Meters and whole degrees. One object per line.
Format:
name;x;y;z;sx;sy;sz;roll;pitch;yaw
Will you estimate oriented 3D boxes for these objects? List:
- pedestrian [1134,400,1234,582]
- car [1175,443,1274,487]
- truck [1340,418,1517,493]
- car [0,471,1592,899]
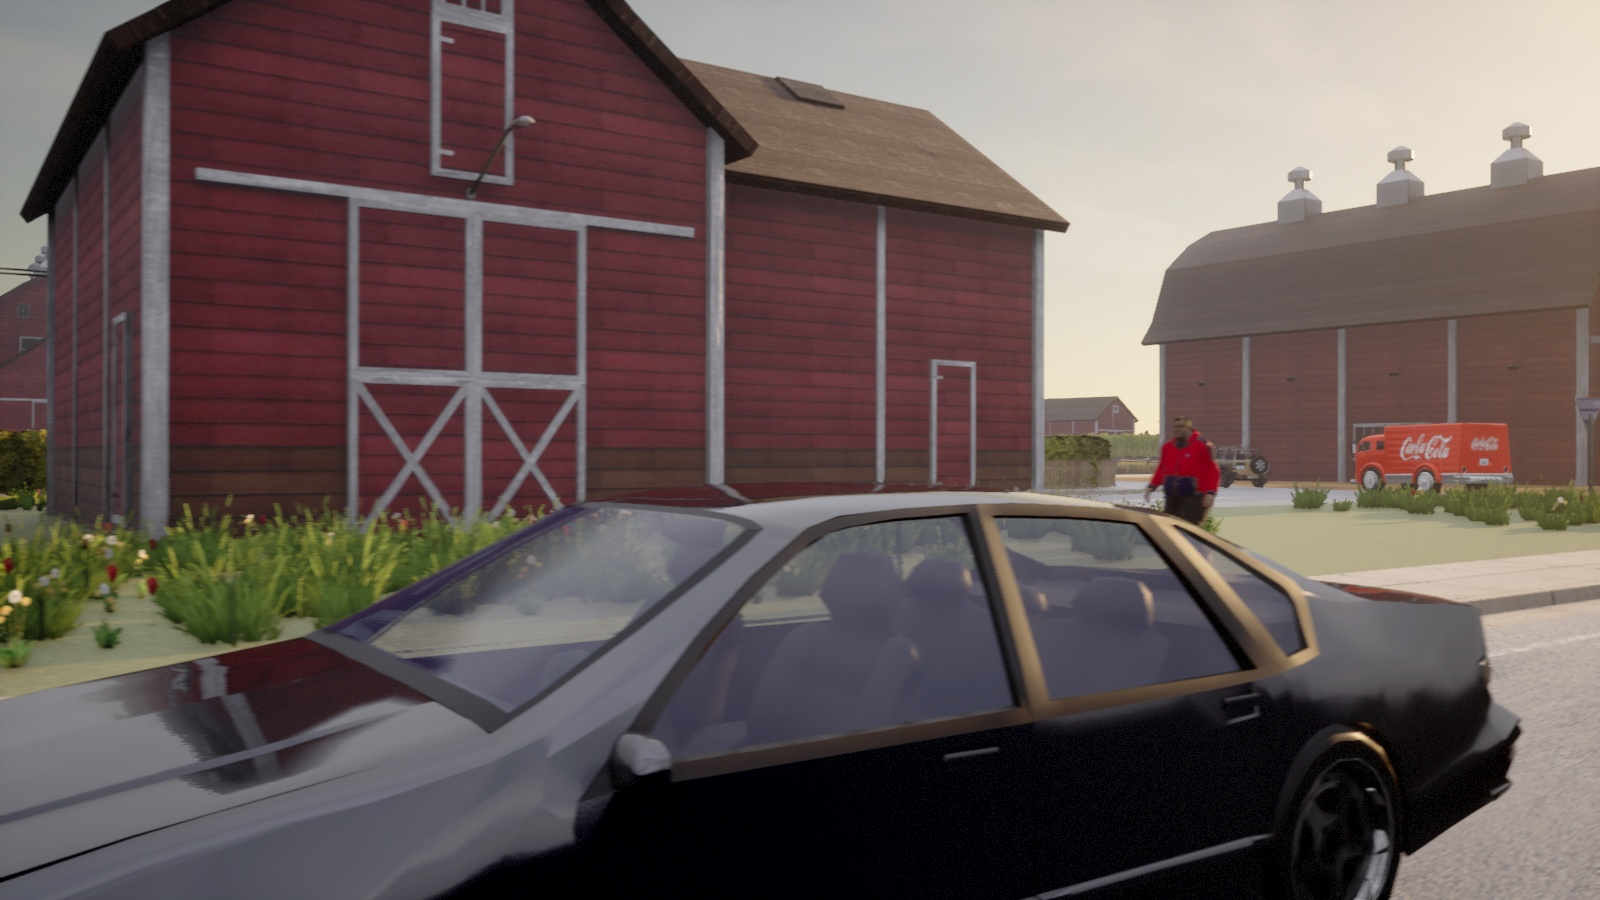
pedestrian;4.060;0.416;13.272;0.899;1.844;0.634;0;0;-42
car;18.762;0.659;55.739;1.932;1.855;4.605;0;0;-14
truck;22.106;0.255;44.456;2.627;2.467;5.204;0;-1;-19
car;-0.062;0.801;3.615;5.357;1.411;2.033;0;0;-35
